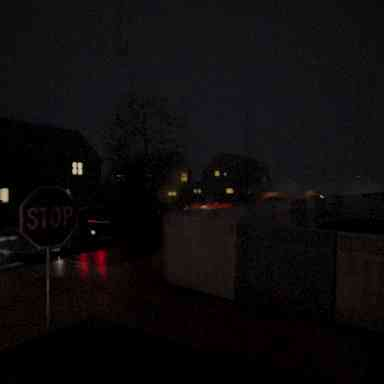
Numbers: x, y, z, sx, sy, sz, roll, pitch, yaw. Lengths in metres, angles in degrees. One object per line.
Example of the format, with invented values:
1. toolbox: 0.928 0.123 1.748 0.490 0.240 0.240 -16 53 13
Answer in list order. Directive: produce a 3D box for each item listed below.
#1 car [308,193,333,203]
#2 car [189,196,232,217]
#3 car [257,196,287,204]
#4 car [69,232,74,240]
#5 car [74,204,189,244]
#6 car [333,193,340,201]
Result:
1. car: 15.017 1.107 40.146 2.033 1.411 5.357 0 0 36
2. car: 1.284 1.148 25.787 2.097 1.767 4.553 0 0 35
3. car: 8.843 1.198 36.425 2.033 1.411 5.357 0 0 36
4. car: -5.104 1.423 16.832 1.837 1.490 4.892 0 0 37
5. car: -2.592 1.390 15.395 2.128 1.511 4.902 0 0 35
6. car: 20.661 0.928 48.188 1.882 1.535 5.008 0 0 35
